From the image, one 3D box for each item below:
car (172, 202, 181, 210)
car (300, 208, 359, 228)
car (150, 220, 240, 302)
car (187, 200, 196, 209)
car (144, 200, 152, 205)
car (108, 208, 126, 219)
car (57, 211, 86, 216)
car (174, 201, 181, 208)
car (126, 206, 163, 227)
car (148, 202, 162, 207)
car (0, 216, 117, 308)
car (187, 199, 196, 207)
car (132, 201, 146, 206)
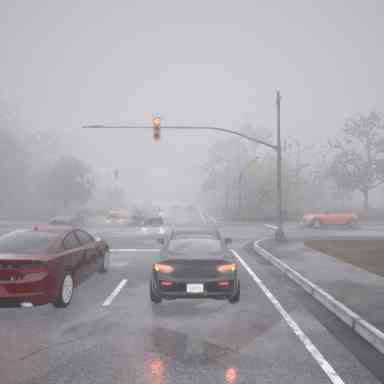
[{"bbox_3d":[-3.653,3.358,76.996,1.895,1.301,4.718,0,0,0],"label":"car"},{"bbox_3d":[11.753,2.164,28.687,4.553,1.767,2.097,0,-3,-2],"label":"car"},{"bbox_3d":[0.064,1.606,8.286,1.812,1.442,4.674,0,-1,0],"label":"car"},{"bbox_3d":[-0.154,3.305,77.298,1.994,1.385,4.181,0,0,0],"label":"car"},{"bbox_3d":[-10.657,2.962,78.780,2.150,2.045,5.566,0,0,0],"label":"car"},{"bbox_3d":[-10.692,3.052,47.740,1.882,1.535,5.008,0,-2,0],"label":"car"},{"bbox_3d":[-10.657,2.374,28.967,2.033,1.411,5.357,0,-2,0],"label":"car"},{"bbox_3d":[-3.774,3.228,86.907,1.812,1.442,4.674,0,0,-4],"label":"car"},{"bbox_3d":[-4.415,2.430,31.852,1.882,1.535,5.008,1,-2,-28],"label":"car"},{"bbox_3d":[-7.143,3.308,67.747,2.128,1.511,4.902,0,0,0],"label":"car"},{"bbox_3d":[-3.433,1.556,8.141,1.882,1.535,5.008,0,-1,0],"label":"car"},{"bbox_3d":[-0.265,2.895,87.032,2.097,1.767,4.553,0,0,-4],"label":"car"},{"bbox_3d":[-10.672,3.172,63.603,2.097,1.767,4.553,0,0,0],"label":"car"}]
